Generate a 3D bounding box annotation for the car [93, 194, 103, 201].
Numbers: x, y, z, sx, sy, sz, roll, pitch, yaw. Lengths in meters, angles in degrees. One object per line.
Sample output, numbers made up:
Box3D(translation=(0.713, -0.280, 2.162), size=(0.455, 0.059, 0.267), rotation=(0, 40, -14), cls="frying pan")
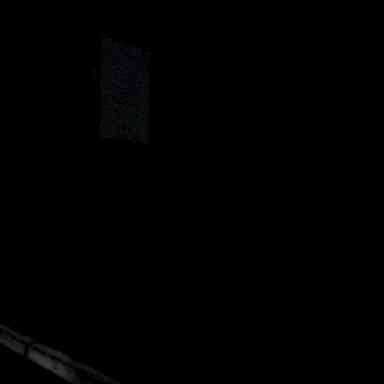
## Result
Box3D(translation=(-18.217, 1.025, 59.433), size=(1.895, 1.301, 4.718), rotation=(1, 1, 33), cls="car")
